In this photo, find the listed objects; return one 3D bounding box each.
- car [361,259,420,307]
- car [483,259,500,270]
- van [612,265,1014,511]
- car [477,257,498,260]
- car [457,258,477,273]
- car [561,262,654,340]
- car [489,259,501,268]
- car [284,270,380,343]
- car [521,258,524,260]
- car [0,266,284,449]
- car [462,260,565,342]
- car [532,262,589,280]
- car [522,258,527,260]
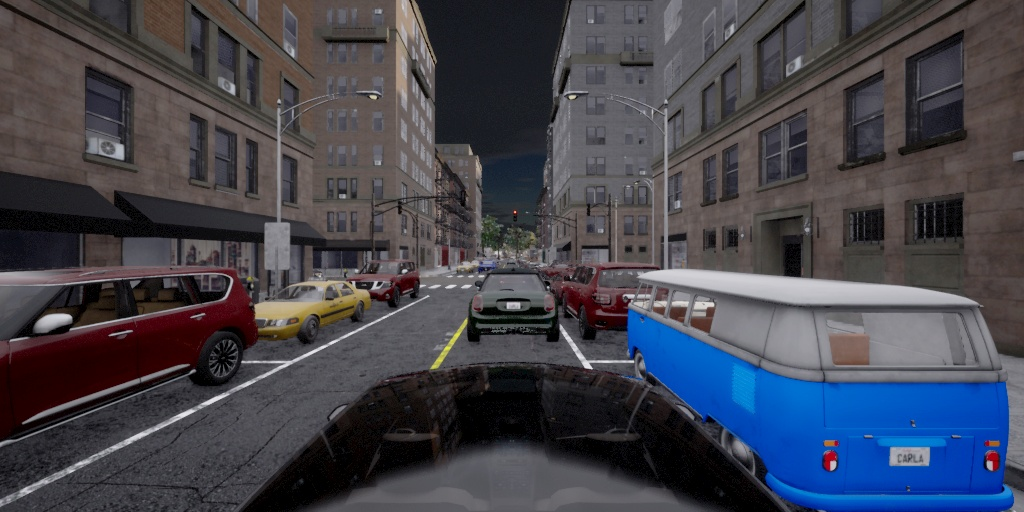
[{"bbox_3d":[-5.429,1.064,15.568,2.192,1.841,5.009,0,0,0],"label":"car"},{"bbox_3d":[-2.949,1.241,52.791,2.128,1.511,4.902,0,0,0],"label":"car"},{"bbox_3d":[2.633,1.091,4.226,1.690,1.789,3.998,0,0,0],"label":"van"},{"bbox_3d":[-2.930,1.227,42.824,1.882,1.535,5.008,0,0,0],"label":"car"},{"bbox_3d":[-5.501,1.274,42.405,1.751,1.417,4.829,0,0,0],"label":"car"},{"bbox_3d":[2.621,1.065,9.905,2.192,1.841,5.009,0,0,0],"label":"car"},{"bbox_3d":[-2.944,1.315,62.851,1.994,1.385,4.181,0,0,0],"label":"car"},{"bbox_3d":[-5.416,1.275,9.719,1.751,1.417,4.829,0,0,0],"label":"car"},{"bbox_3d":[2.541,1.294,48.074,1.888,1.381,4.507,0,0,0],"label":"car"},{"bbox_3d":[-5.403,1.065,4.212,2.192,1.841,5.009,0,0,0],"label":"car"},{"bbox_3d":[0.017,1.102,9.940,2.097,1.767,4.553,0,0,0],"label":"car"},{"bbox_3d":[4.070,1.251,30.729,4.674,1.442,1.812,0,0,0],"label":"car"},{"bbox_3d":[2.552,1.300,42.593,2.007,1.370,4.403,0,0,0],"label":"car"}]
